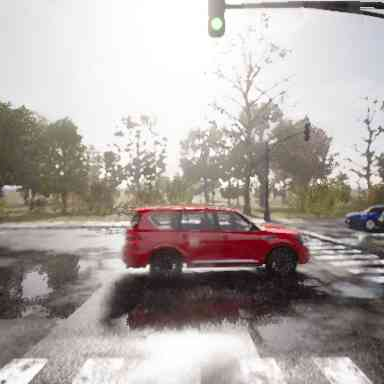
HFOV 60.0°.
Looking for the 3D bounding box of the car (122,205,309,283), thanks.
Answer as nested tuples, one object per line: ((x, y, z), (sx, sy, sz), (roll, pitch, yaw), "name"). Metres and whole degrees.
((0.684, 1.442, 10.244), (5.566, 2.045, 2.150), (0, 0, -8), "car")

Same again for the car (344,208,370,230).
((12.592, 1.619, 21.914), (5.008, 1.535, 1.882), (0, 0, -9), "car")

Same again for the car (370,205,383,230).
((13.488, 1.385, 18.734), (5.566, 2.045, 2.150), (0, 0, -7), "car")
